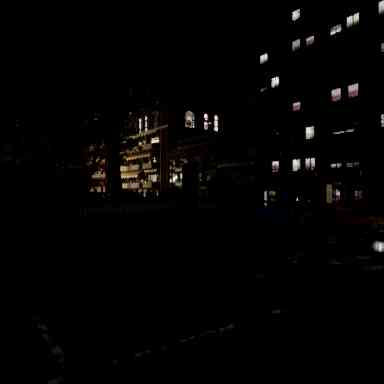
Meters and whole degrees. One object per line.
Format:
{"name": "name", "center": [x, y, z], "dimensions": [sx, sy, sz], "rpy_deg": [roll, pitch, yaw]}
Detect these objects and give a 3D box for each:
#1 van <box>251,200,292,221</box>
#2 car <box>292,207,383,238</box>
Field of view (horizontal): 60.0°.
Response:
{"name": "van", "center": [7.175, 1.642, 30.215], "dimensions": [1.690, 1.788, 3.998], "rpy_deg": [-1, 0, -36]}
{"name": "car", "center": [8.613, 1.637, 19.075], "dimensions": [1.882, 1.535, 5.008], "rpy_deg": [0, -1, -41]}
